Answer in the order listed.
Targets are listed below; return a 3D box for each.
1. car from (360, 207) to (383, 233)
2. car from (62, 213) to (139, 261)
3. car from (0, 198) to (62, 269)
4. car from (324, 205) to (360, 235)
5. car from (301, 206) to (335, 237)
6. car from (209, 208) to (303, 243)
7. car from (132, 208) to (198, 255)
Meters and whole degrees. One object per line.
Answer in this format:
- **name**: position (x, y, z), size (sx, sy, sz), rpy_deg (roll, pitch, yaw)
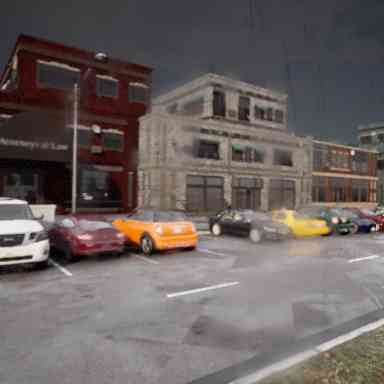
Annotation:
- **car**: position (9.571, 1.834, 22.031), size (2.163, 1.488, 4.792), rpy_deg (1, -1, -35)
- **car**: position (-4.037, 1.556, 12.404), size (2.002, 1.452, 4.674), rpy_deg (1, -1, -35)
- **car**: position (-6.281, 1.230, 10.778), size (2.435, 2.045, 5.566), rpy_deg (1, 0, -35)
- **car**: position (7.313, 1.628, 20.430), size (2.185, 1.767, 4.553), rpy_deg (1, -1, -36)
- **car**: position (5.018, 1.703, 19.061), size (1.946, 1.575, 5.366), rpy_deg (1, -1, -35)
- **car**: position (2.855, 1.657, 17.306), size (2.231, 1.521, 4.892), rpy_deg (1, -1, -35)
- **car**: position (-1.753, 1.433, 13.989), size (2.185, 1.767, 4.553), rpy_deg (1, -1, -35)
